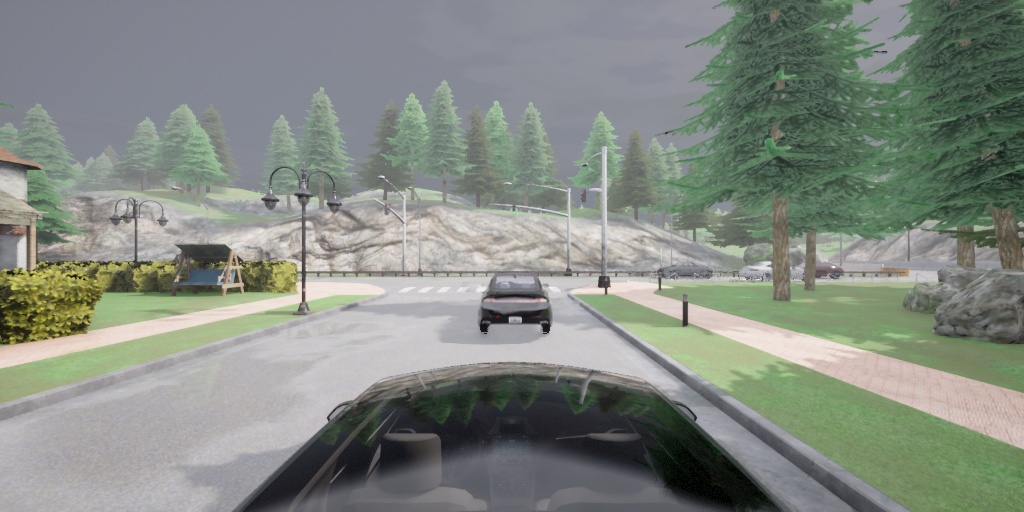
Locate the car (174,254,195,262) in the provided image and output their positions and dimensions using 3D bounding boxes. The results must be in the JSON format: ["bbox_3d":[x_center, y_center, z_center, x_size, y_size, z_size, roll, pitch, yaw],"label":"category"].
[{"bbox_3d":[-21.316,0.816,25.833,5.566,2.045,2.150,0,0,0],"label":"car"}]

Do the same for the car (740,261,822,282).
[{"bbox_3d":[18.993,1.120,25.774,4.674,1.442,1.812,0,0,0],"label":"car"}]

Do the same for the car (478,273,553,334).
[{"bbox_3d":[0.095,1.245,10.621,2.128,1.511,4.902,0,0,0],"label":"car"}]

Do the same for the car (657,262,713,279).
[{"bbox_3d":[14.168,1.159,29.461,4.181,1.385,1.994,0,0,0],"label":"car"}]

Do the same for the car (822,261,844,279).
[{"bbox_3d":[24.470,1.121,29.409,4.674,1.442,1.812,0,0,0],"label":"car"}]
